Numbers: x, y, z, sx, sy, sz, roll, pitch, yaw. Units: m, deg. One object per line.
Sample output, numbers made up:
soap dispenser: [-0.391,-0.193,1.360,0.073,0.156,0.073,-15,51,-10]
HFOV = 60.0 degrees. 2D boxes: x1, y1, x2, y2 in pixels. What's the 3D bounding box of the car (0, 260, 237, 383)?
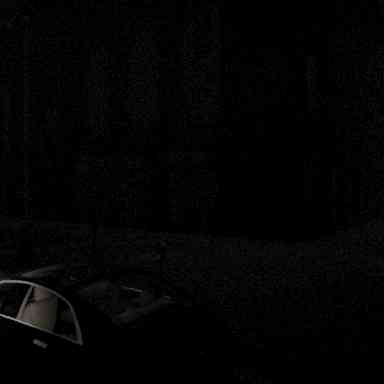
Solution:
car: [-1.596,1.549,4.099,4.403,1.369,2.008,0,0,36]
